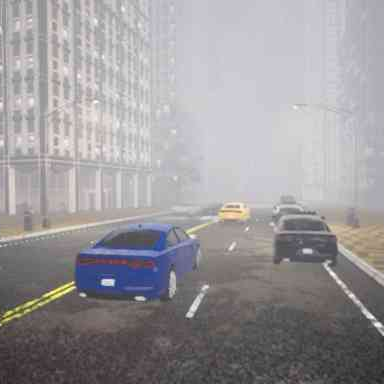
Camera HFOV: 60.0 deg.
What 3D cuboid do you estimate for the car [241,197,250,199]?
[{"bbox_3d":[12.055,1.833,74.402,1.812,1.442,4.674,0,0,15],"label":"car"}]

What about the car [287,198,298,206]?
[{"bbox_3d":[18.782,1.836,62.301,1.812,1.442,4.674,0,0,16],"label":"car"}]

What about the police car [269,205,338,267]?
[{"bbox_3d":[3.860,1.489,11.966,1.930,1.638,5.238,0,0,13],"label":"police car"}]

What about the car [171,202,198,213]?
[{"bbox_3d":[-0.659,1.798,35.785,1.895,1.301,4.718,0,0,18],"label":"car"}]

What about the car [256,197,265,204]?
[{"bbox_3d":[15.120,1.828,73.260,2.128,1.511,4.902,0,0,15],"label":"car"}]

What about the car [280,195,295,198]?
[{"bbox_3d":[12.927,1.458,44.746,2.150,2.045,5.566,0,0,20],"label":"car"}]

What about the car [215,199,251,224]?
[{"bbox_3d":[3.424,1.625,26.328,1.882,1.535,5.008,0,0,16],"label":"car"}]

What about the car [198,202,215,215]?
[{"bbox_3d":[2.419,1.754,34.695,1.994,1.385,4.181,0,0,18],"label":"car"}]

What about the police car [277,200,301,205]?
[{"bbox_3d":[6.247,1.542,21.422,1.930,1.638,5.238,0,0,15],"label":"police car"}]

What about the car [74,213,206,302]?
[{"bbox_3d":[-1.045,1.533,8.565,1.882,1.535,5.008,0,0,12],"label":"car"}]

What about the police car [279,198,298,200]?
[{"bbox_3d":[7.871,1.572,27.045,1.930,1.638,5.238,0,0,17],"label":"police car"}]
